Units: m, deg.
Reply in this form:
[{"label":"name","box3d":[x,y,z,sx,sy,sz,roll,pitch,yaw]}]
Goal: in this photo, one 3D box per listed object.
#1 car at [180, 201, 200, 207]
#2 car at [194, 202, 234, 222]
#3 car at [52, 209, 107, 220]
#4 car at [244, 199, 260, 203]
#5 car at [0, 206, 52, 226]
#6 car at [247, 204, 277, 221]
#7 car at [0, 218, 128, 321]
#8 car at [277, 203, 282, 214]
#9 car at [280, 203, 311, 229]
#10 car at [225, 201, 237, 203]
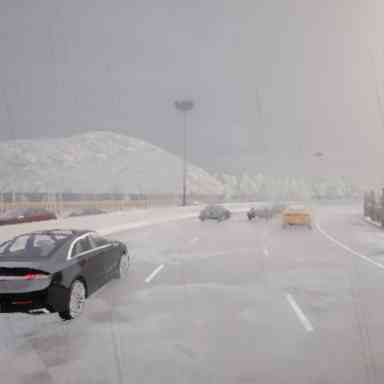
[{"label":"car","box3d":[0.033,2.269,57.423,2.033,1.411,5.357,0,-1,33]},{"label":"car","box3d":[2.169,1.929,30.071,2.033,1.411,5.357,0,-1,20]},{"label":"car","box3d":[-7.363,1.848,23.210,1.994,1.385,4.181,0,-1,15]},{"label":"car","box3d":[10.678,2.121,60.206,2.097,1.767,4.553,0,-1,38]},{"label":"car","box3d":[-11.227,1.744,22.207,1.882,1.535,5.008,0,-1,14]},{"label":"car","box3d":[6.650,2.011,31.916,1.895,1.301,4.718,0,-1,22]},{"label":"car","box3d":[-2.856,1.584,7.513,2.128,1.511,4.902,0,-1,5]},{"label":"car","box3d":[11.191,2.099,41.529,1.994,1.385,4.181,0,-1,28]},{"label":"car","box3d":[7.723,1.796,24.546,1.882,1.535,5.008,0,-1,17]},{"label":"car","box3d":[6.878,2.300,61.028,1.812,1.442,4.674,-1,-1,37]}]
